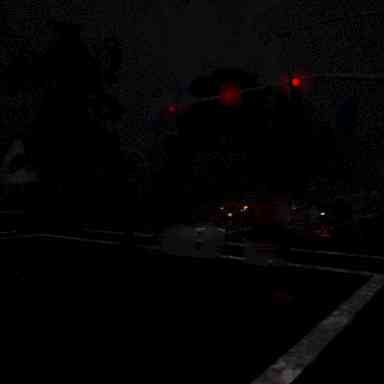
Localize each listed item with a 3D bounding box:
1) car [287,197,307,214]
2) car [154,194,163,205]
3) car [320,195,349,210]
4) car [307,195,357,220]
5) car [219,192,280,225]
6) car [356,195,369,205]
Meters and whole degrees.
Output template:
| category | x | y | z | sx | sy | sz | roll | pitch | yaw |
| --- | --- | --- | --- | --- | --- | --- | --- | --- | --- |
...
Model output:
| category | x | y | z | sx | sy | sz | roll | pitch | yaw |
| --- | --- | --- | --- | --- | --- | --- | --- | --- | --- |
| car | 10.387 | 1.201 | 30.591 | 2.128 | 1.511 | 4.902 | 0 | 0 | 39 |
| car | -2.848 | 0.933 | 40.933 | 3.806 | 1.475 | 1.970 | 0 | 0 | 40 |
| car | 16.271 | 1.137 | 37.790 | 1.812 | 1.442 | 4.674 | 0 | 0 | 39 |
| car | 10.664 | 1.246 | 25.101 | 1.837 | 1.490 | 4.892 | 0 | 0 | 39 |
| car | 4.103 | 1.037 | 22.911 | 2.150 | 2.045 | 5.566 | 0 | 0 | 39 |
| car | 22.672 | 1.105 | 45.595 | 1.895 | 1.301 | 4.718 | 0 | 0 | 40 |
